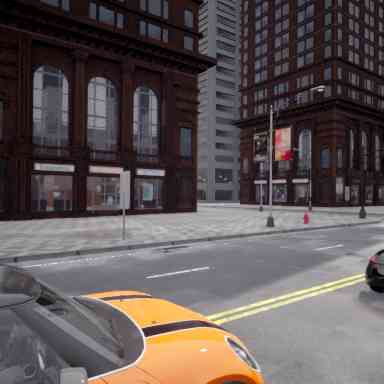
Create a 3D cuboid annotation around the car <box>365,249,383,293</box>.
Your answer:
[{"bbox_3d":[5.863,1.576,7.646,4.181,1.385,1.994,0,0,-35],"label":"car"}]

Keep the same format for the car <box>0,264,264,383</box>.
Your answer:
[{"bbox_3d":[-1.563,1.352,2.324,4.553,1.767,2.097,0,0,-36],"label":"car"}]
